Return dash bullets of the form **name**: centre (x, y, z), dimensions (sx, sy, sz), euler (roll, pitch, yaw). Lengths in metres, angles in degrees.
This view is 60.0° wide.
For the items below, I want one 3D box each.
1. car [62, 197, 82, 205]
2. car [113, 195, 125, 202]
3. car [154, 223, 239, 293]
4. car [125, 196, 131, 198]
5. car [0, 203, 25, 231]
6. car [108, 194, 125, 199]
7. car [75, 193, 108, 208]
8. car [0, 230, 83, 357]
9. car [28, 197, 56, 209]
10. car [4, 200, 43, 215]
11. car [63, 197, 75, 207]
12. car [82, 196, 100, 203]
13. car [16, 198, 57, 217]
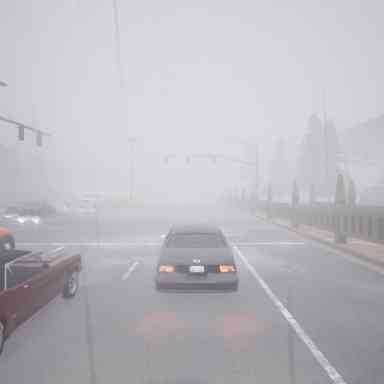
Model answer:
- **car**: centre (-21.128, 1.564, 58.868), dimensions (1.994, 1.385, 4.181), euler (0, 0, 0)
- **car**: centre (-17.588, 1.512, 80.484), dimensions (1.812, 1.442, 4.674), euler (0, 0, 0)
- **car**: centre (0.090, 1.547, 8.994), dimensions (2.033, 1.411, 5.357), euler (0, 0, 0)
- **car**: centre (-14.078, 1.595, 71.291), dimensions (1.895, 1.301, 4.718), euler (0, 0, 0)
- **car**: centre (-6.910, 1.352, 9.201), dimensions (2.097, 1.767, 4.553), euler (0, 0, 0)
- **car**: centre (-14.131, 1.525, 60.889), dimensions (1.812, 1.442, 4.674), euler (0, 0, 0)
- **car**: centre (-14.142, 1.221, 47.273), dimensions (2.150, 2.045, 5.566), euler (0, 0, 1)
- **car**: centre (-3.406, 1.601, 5.537), dimensions (1.895, 1.301, 4.718), euler (0, 0, 0)
- **car**: centre (-21.147, 1.526, 47.001), dimensions (1.812, 1.442, 4.674), euler (0, 0, 0)
- **car**: centre (-17.636, 1.564, 35.035), dimensions (1.994, 1.385, 4.181), euler (0, 0, 0)
- **car**: centre (-17.638, 1.601, 50.362), dimensions (1.895, 1.301, 4.718), euler (0, 0, 0)
- **car**: centre (-21.076, 1.540, 69.688), dimensions (2.033, 1.411, 5.357), euler (0, 0, 0)
- **car**: centre (-14.133, 1.564, 30.673), dimensions (1.994, 1.385, 4.181), euler (0, 0, 0)
